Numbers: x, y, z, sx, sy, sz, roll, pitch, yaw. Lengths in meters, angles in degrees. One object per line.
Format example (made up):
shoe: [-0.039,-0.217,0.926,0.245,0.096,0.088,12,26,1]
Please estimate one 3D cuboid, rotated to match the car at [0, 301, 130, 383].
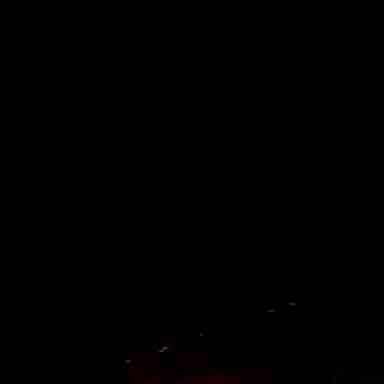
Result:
car: [-2.713,1.505,1.632,4.892,1.490,1.837,1,-1,-36]
